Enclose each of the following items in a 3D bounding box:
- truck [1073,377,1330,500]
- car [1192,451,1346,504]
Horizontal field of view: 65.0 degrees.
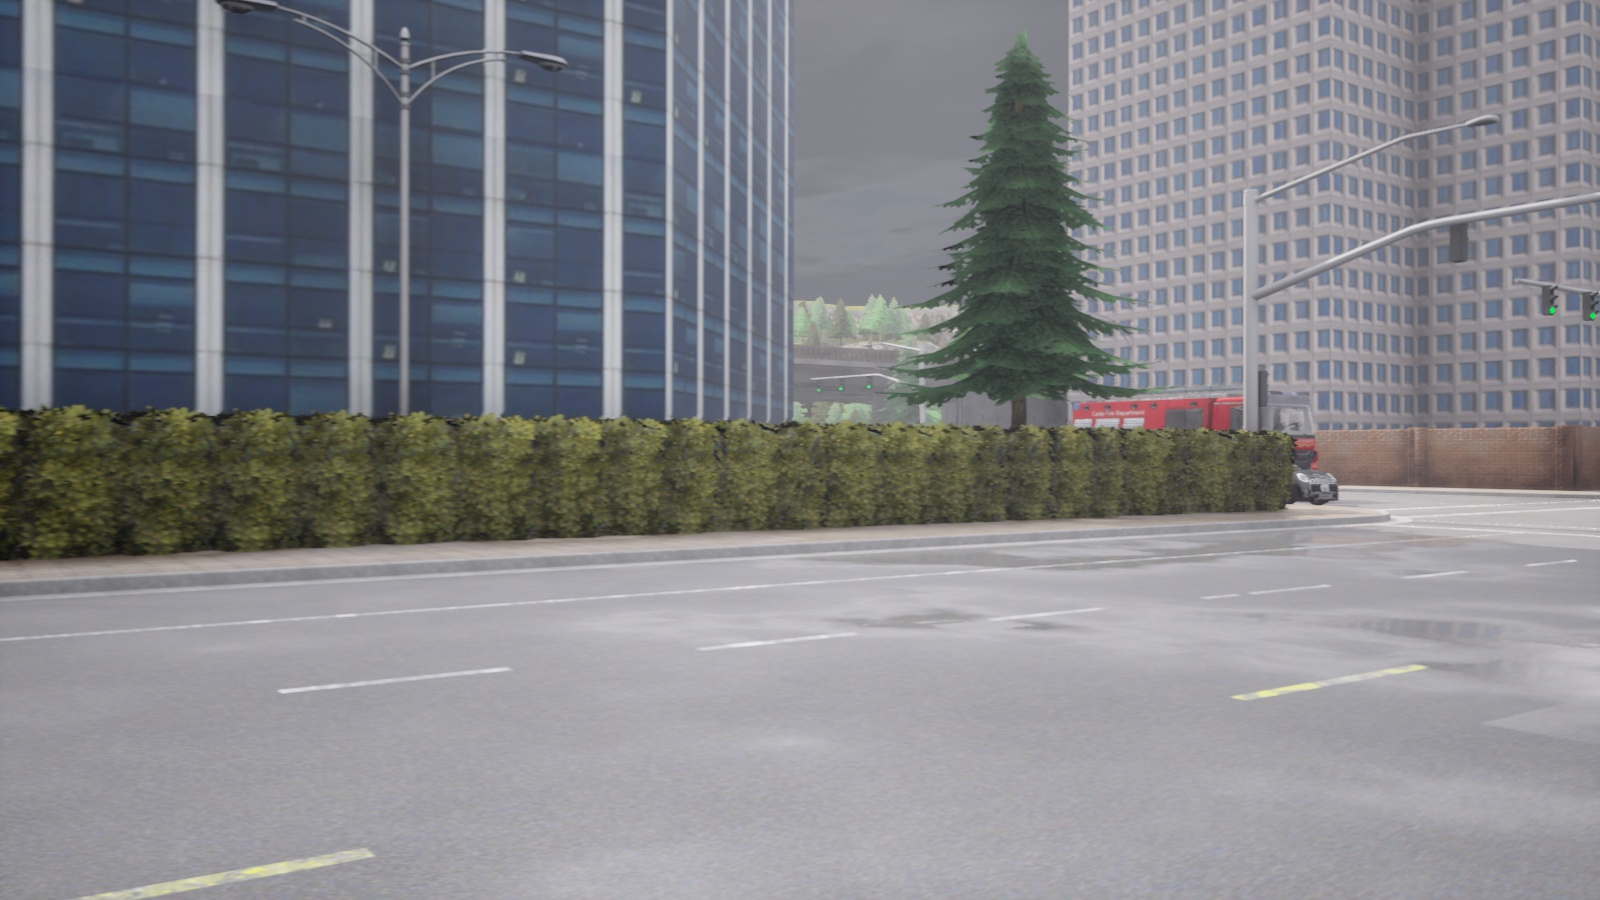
[{"bbox_3d":[13.612,-0.342,43.474,2.891,3.827,8.468,0,0,-34],"label":"truck"},{"bbox_3d":[13.779,0.772,37.046,1.970,1.475,3.806,0,0,-34],"label":"car"}]
